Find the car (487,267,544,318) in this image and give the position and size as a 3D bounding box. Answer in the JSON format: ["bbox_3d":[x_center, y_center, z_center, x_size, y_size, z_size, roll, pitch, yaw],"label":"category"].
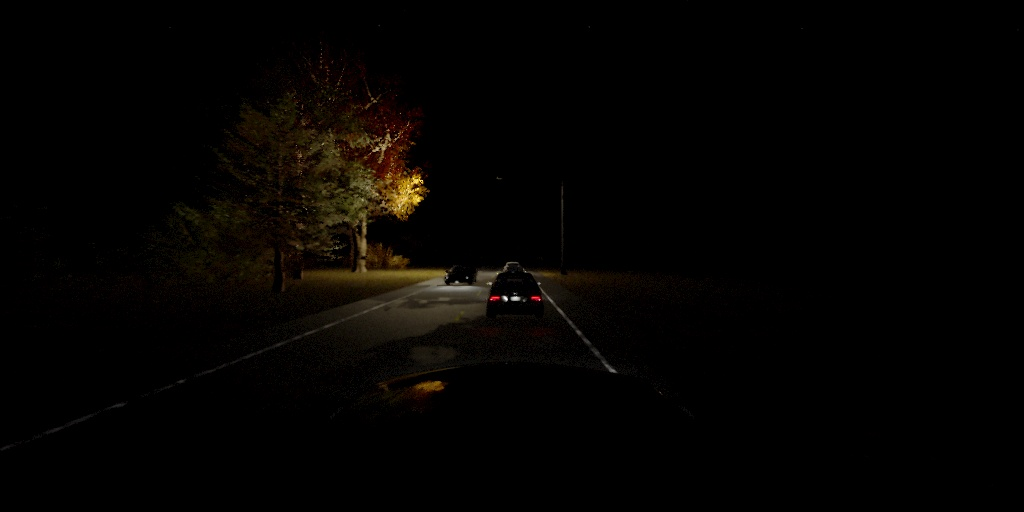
[{"bbox_3d":[0.100,1.300,13.019,2.033,1.411,5.357,0,0,0],"label":"car"}]

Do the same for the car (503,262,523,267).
[{"bbox_3d":[0.098,1.287,34.749,1.812,1.442,4.674,0,0,0],"label":"car"}]

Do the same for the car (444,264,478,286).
[{"bbox_3d":[-3.580,1.305,26.010,2.033,1.411,5.357,0,0,0],"label":"car"}]
